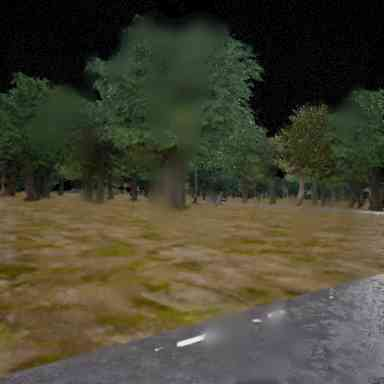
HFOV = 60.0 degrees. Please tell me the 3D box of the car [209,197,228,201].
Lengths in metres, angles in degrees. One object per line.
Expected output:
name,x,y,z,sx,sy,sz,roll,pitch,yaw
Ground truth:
car,5.177,1.281,66.033,1.994,1.385,4.181,1,0,-36
